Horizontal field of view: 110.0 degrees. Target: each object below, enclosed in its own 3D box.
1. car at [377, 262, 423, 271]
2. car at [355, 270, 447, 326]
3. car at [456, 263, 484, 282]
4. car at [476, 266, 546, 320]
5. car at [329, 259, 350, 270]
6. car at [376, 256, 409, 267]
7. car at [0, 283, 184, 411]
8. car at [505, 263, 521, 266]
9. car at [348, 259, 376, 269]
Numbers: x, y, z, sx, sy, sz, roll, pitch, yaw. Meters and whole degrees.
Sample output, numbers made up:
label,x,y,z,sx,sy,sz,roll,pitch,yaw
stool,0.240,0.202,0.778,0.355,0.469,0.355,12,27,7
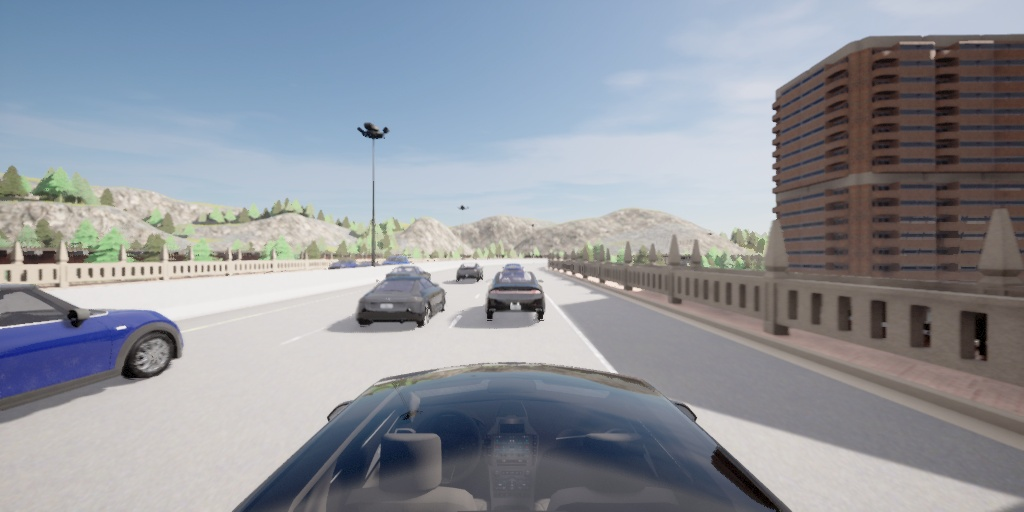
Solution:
label,x,y,z,sx,sy,sz,roll,pitch,yaw
car,-6.892,1.340,24.026,2.033,1.411,5.357,0,0,0
car,-3.398,1.333,11.727,1.994,1.385,4.181,0,0,0
car,-3.389,1.293,29.463,2.128,1.511,4.902,0,0,0
car,0.104,1.262,12.678,2.128,1.511,4.902,0,0,0
car,-21.056,1.185,45.071,2.097,1.767,4.553,0,0,0
car,-14.070,1.050,43.346,2.150,2.045,5.566,0,0,0
car,-6.899,1.108,4.473,2.097,1.767,4.553,0,0,0
car,0.097,1.329,30.579,1.812,1.442,4.674,0,0,0
car,-17.572,1.377,43.852,2.033,1.411,5.357,0,0,0
